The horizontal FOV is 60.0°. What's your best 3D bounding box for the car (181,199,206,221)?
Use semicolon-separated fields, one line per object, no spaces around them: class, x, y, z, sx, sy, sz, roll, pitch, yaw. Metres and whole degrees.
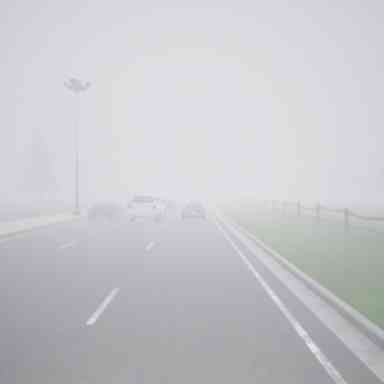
car;0.161;1.544;26.817;1.994;1.385;4.181;0;0;2

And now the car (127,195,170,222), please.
car;-3.348;1.203;25.882;2.150;2.045;5.566;0;0;3

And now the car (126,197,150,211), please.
car;-6.541;1.445;40.694;1.882;1.535;5.008;0;0;2

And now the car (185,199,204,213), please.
car;0.372;1.520;38.150;2.033;1.411;5.357;0;0;2

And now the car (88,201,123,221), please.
car;-6.839;1.470;26.726;2.128;1.511;4.902;0;0;1

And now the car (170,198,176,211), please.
car;-3.017;1.446;41.299;1.882;1.535;5.008;0;0;2
